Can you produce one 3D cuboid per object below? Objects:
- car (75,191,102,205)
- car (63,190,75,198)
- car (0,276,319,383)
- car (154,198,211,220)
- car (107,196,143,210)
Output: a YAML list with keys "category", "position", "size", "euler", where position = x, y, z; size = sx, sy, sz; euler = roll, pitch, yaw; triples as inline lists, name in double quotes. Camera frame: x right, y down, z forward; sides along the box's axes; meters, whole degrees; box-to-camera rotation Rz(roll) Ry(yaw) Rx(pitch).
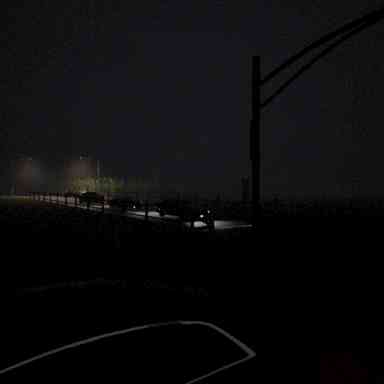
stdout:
- category: "car"
  position: [-12.453, 0.743, 41.068]
  size: [1.882, 1.535, 5.008]
  euler: [0, 1, -35]
- category: "car"
  position: [-22.525, 0.355, 62.016]
  size: [1.882, 1.535, 5.008]
  euler: [0, 1, -35]
- category: "car"
  position: [-1.177, 1.505, 2.202]
  size: [4.892, 1.490, 1.837]
  euler: [0, 0, -35]
- category: "car"
  position: [-0.855, 1.180, 24.361]
  size: [2.033, 1.411, 5.357]
  euler: [0, 1, -35]
- category: "car"
  position: [-6.591, 1.051, 32.613]
  size: [1.895, 1.301, 4.718]
  euler: [0, 1, -35]
